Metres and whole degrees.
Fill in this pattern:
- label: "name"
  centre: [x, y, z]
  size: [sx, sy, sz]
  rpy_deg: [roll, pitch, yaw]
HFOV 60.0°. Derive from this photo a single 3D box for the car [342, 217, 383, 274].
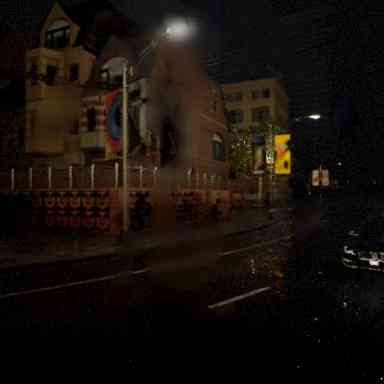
- label: "car"
  centre: [6.109, 1.534, 10.099]
  size: [1.837, 1.490, 4.892]
  rpy_deg: [0, -1, 41]
